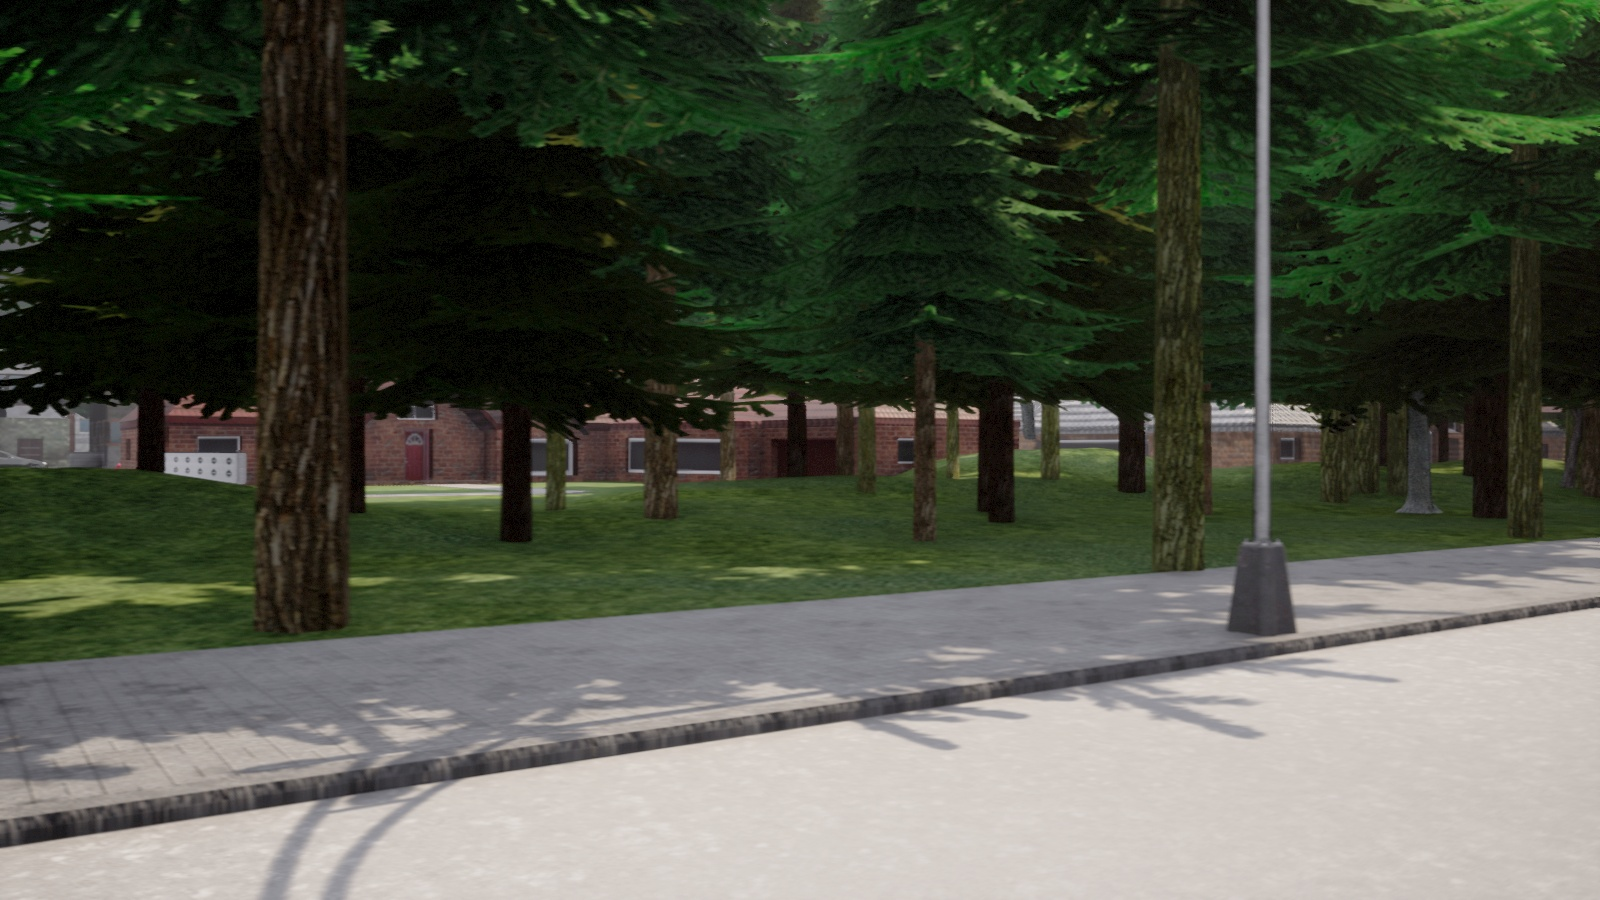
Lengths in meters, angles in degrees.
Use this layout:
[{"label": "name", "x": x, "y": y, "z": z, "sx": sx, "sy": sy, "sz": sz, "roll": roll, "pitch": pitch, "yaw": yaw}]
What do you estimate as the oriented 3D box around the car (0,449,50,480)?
[{"label": "car", "x": -44.123, "y": 0.785, "z": 68.804, "sx": 5.027, "sy": 1.651, "sz": 2.152, "roll": 0, "pitch": 0, "yaw": -35}]
